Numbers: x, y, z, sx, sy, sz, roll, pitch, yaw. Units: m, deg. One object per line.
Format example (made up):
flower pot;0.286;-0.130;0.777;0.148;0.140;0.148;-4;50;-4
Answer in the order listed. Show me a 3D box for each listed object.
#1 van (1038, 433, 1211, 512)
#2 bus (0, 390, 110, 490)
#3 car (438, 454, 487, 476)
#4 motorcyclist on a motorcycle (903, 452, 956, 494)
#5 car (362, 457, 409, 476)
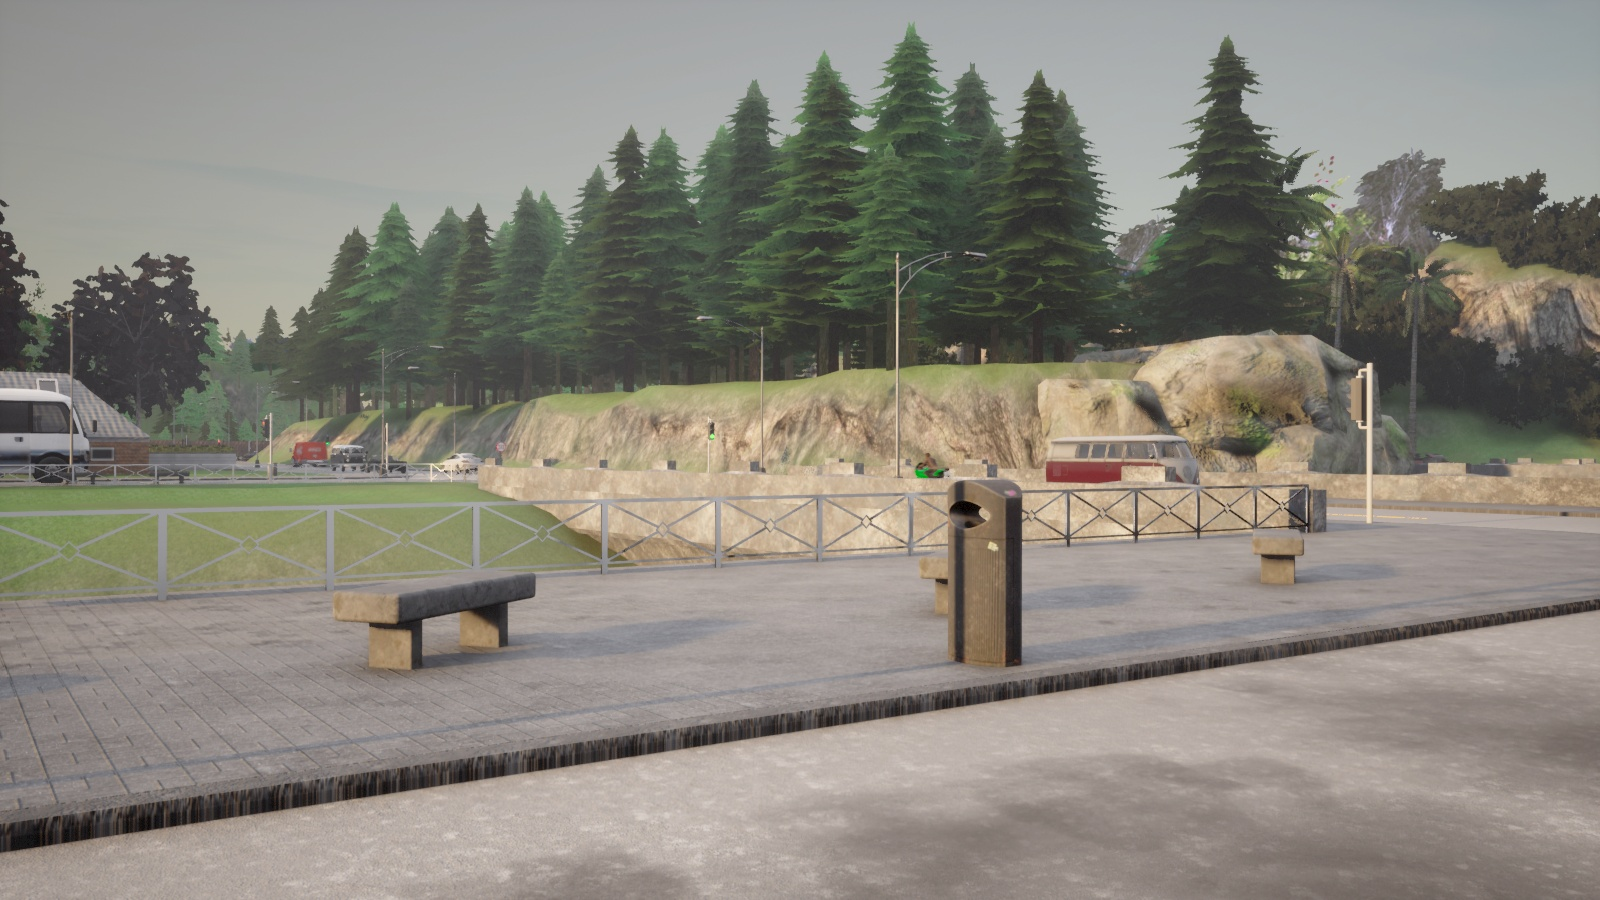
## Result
van;8.667;0.562;33.875;1.775;1.987;4.442;0;0;-35
bus;-35.954;-0.422;54.361;10.273;4.253;3.944;0;0;-35
car;-23.382;1.033;86.963;1.812;1.442;4.674;0;0;-35
motorcyclist on a motorcycle;4.771;0.831;46.480;0.797;1.523;2.044;0;0;-35
car;-29.154;1.123;88.243;1.895;1.301;4.718;0;0;-35
